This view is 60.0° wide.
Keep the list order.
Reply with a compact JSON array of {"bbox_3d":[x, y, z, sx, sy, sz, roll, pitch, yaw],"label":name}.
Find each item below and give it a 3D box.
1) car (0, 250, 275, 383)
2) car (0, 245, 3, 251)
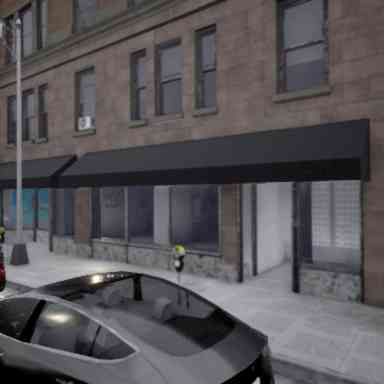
[{"bbox_3d":[-1.250,1.592,3.700,4.313,1.339,1.947,-1,0,36],"label":"car"},{"bbox_3d":[-5.861,1.390,6.989,5.009,1.841,2.192,-1,0,36],"label":"car"}]
